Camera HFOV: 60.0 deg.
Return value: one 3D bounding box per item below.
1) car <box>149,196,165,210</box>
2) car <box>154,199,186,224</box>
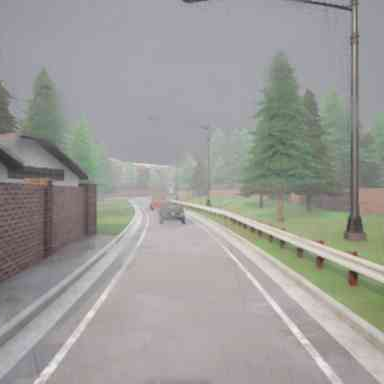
[{"bbox_3d":[-4.306,1.304,42.355,2.097,1.767,4.553,0,0,-10],"label":"car"},{"bbox_3d":[-1.545,1.518,24.784,2.033,1.411,5.357,0,0,-7],"label":"car"}]
